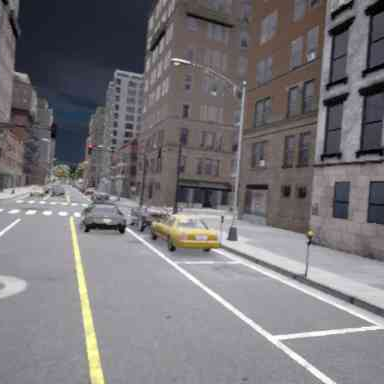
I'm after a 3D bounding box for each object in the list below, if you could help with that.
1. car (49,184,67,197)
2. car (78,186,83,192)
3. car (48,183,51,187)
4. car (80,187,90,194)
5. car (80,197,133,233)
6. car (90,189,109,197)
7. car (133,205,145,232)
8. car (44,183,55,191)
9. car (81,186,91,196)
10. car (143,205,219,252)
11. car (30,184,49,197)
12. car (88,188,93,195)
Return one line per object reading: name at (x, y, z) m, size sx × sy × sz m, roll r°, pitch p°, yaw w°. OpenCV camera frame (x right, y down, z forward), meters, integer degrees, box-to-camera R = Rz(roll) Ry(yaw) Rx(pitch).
car at (-20.156, -0.038, 50.258) m, size 1.837 × 1.490 × 4.892 m, roll 4°, pitch 0°, yaw -20°
car at (-23.933, -0.516, 75.568) m, size 2.192 × 1.841 × 5.009 m, roll 4°, pitch 0°, yaw -21°
car at (-25.390, -0.381, 56.781) m, size 1.947 × 1.339 × 4.313 m, roll 4°, pitch 0°, yaw -21°
car at (-25.966, -0.421, 80.879) m, size 1.947 × 1.339 × 4.313 m, roll 4°, pitch 0°, yaw -21°
car at (-4.588, 1.214, 17.080) m, size 1.994 × 1.385 × 4.181 m, roll 4°, pitch 0°, yaw -21°
car at (-11.871, 0.648, 43.703) m, size 2.008 × 1.369 × 4.403 m, roll 4°, pitch 0°, yaw -21°
car at (-2.344, 1.376, 18.583) m, size 2.008 × 1.369 × 4.403 m, roll 4°, pitch 0°, yaw -21°
car at (-33.433, -1.127, 78.022) m, size 1.967 × 1.590 × 4.097 m, roll 4°, pitch 0°, yaw -21°
car at (-19.916, -0.080, 64.946) m, size 1.967 × 1.590 × 4.097 m, roll 4°, pitch 0°, yaw -21°
car at (-0.481, 1.492, 13.691) m, size 1.752 × 1.417 × 4.829 m, roll 4°, pitch 0°, yaw -21°
car at (-21.300, -0.107, 46.001) m, size 1.752 × 1.417 × 4.829 m, roll 4°, pitch 0°, yaw -21°
car at (-13.886, 0.525, 49.014) m, size 1.802 × 1.307 × 4.206 m, roll 4°, pitch 0°, yaw -21°
